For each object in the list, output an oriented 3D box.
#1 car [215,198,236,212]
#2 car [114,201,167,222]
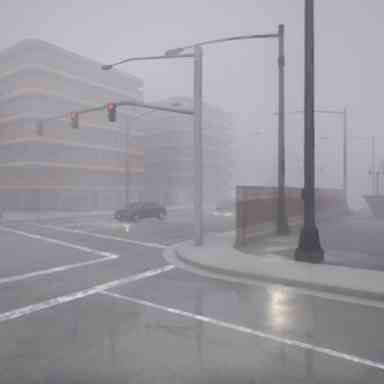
[{"bbox_3d":[4.525,1.519,38.723,1.837,1.490,4.892,0,0,35],"label":"car"},{"bbox_3d":[-3.998,1.515,26.357,1.837,1.490,4.892,0,0,35],"label":"car"}]
